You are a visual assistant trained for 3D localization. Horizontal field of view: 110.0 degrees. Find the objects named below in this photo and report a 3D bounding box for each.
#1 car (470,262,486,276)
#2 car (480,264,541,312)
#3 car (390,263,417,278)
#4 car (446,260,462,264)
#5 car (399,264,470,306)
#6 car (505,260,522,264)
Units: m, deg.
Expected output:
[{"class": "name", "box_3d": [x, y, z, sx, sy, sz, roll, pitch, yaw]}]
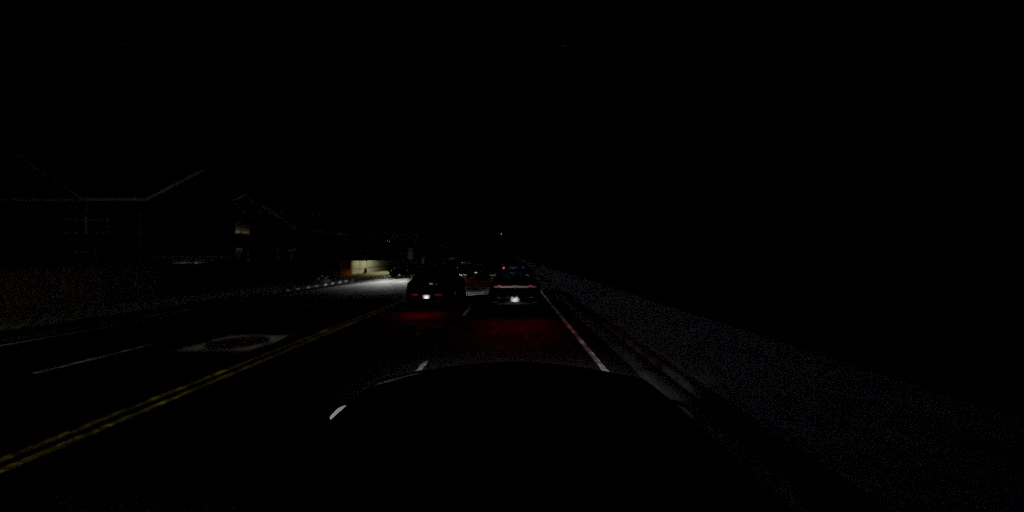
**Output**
[{"class": "car", "box_3d": [-3.151, 1.268, 33.573, 1.812, 1.442, 4.674, 0, 0, 0]}, {"class": "car", "box_3d": [0.101, 1.240, 14.311, 2.128, 1.511, 4.902, 0, 0, 0]}, {"class": "car", "box_3d": [-9.853, 1.343, 33.600, 1.895, 1.301, 4.718, 0, 0, 0]}, {"class": "car", "box_3d": [-6.592, 1.247, 40.339, 1.837, 1.490, 4.892, 0, -1, 0]}, {"class": "car", "box_3d": [-3.150, 1.253, 15.612, 1.837, 1.490, 4.892, 0, 0, 0]}, {"class": "car", "box_3d": [0.099, 1.095, 32.257, 2.097, 1.767, 4.553, 0, 0, 0]}]
